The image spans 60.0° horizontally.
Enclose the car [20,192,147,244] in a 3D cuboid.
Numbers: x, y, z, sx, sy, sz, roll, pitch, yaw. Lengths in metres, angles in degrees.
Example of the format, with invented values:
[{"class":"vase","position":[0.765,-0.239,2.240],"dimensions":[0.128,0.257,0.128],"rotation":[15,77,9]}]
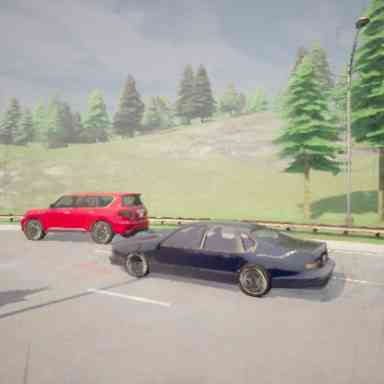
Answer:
[{"class":"car","position":[-4.593,1.011,14.265],"dimensions":[5.566,2.045,2.150],"rotation":[0,0,19]}]

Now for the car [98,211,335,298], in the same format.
[{"class":"car","position":[0.506,1.396,8.048],"dimensions":[5.357,1.411,2.033],"rotation":[0,1,30]}]
